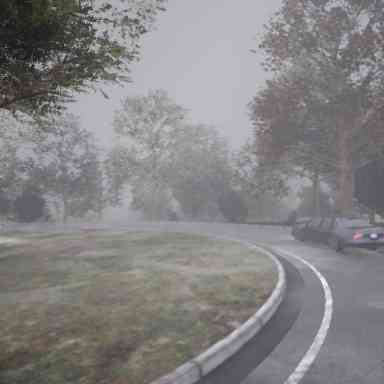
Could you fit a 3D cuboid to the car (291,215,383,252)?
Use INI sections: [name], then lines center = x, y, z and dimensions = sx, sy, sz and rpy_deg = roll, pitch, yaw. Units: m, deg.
[car]
center = 6.375, 1.730, 14.858
dimensions = 2.033, 1.411, 5.357
rpy_deg = -1, -1, -9
